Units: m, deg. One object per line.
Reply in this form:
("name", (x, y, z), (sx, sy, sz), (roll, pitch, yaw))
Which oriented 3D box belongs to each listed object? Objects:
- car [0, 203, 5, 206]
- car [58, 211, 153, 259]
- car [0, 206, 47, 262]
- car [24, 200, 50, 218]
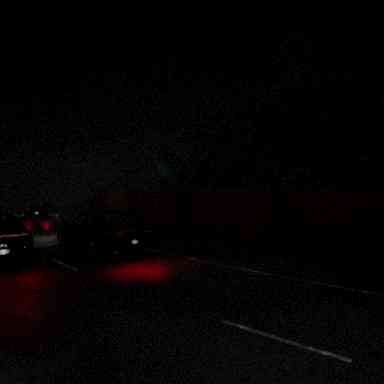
("car", (-16.165, 1.384, 26.445), (1.882, 1.535, 5.008), (0, 0, -24))
("car", (-3.458, 1.445, 12.615), (1.882, 1.535, 5.008), (0, 0, -41))
("car", (-6.781, 1.452, 11.155), (2.128, 1.511, 4.902), (0, 0, -40))
("car", (-13.051, 1.438, 28.025), (1.812, 1.442, 4.674), (0, 0, -24))
